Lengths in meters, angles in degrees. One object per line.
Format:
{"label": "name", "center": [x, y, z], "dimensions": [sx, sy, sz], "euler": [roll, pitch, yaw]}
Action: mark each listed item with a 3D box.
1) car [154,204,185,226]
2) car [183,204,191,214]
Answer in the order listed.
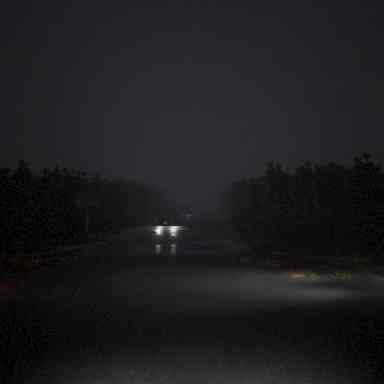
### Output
{"label": "car", "center": [-2.028, 2.093, 29.077], "dimensions": [2.033, 1.411, 5.357], "euler": [-1, 0, 2]}
{"label": "car", "center": [-1.180, 2.626, 53.328], "dimensions": [1.882, 1.535, 5.008], "euler": [-1, -2, 2]}
